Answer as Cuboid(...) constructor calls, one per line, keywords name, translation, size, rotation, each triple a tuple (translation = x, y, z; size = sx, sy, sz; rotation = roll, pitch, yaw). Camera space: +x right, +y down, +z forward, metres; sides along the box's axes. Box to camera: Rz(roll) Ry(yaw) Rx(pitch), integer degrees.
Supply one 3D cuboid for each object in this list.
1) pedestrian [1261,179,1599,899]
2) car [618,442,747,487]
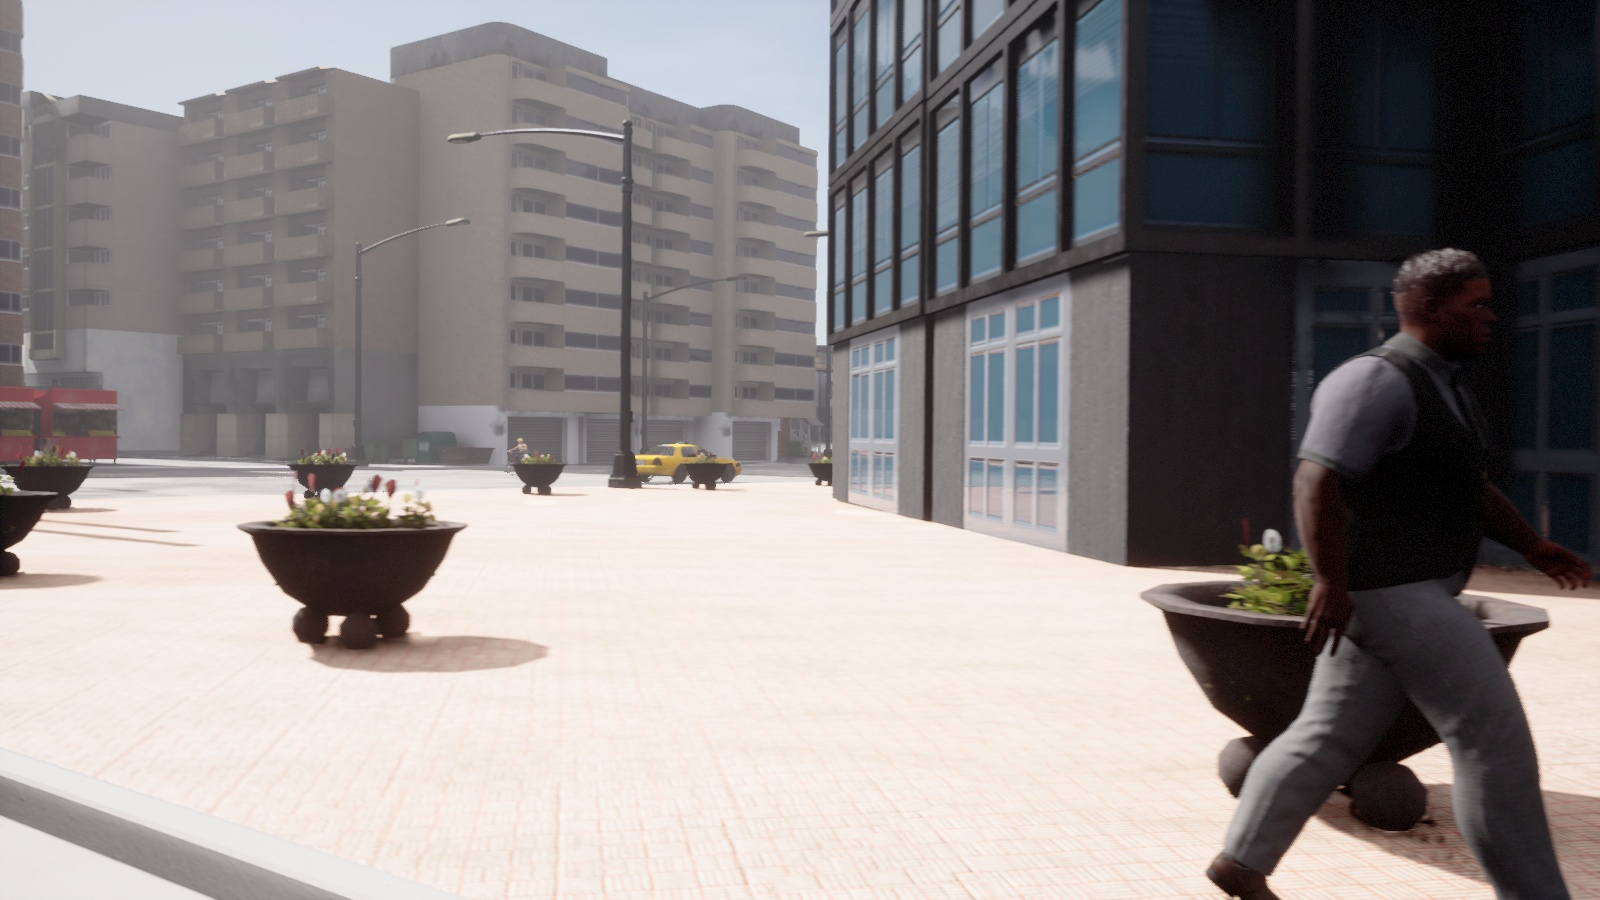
Cuboid(name="pedestrian", translation=(1.686, 0.338, 3.190), size=(0.849, 1.883, 0.563), rotation=(0, 1, 34))
Cuboid(name="car", translation=(-4.328, 0.504, 47.213), size=(1.801, 1.575, 5.366), rotation=(0, 0, 34))
